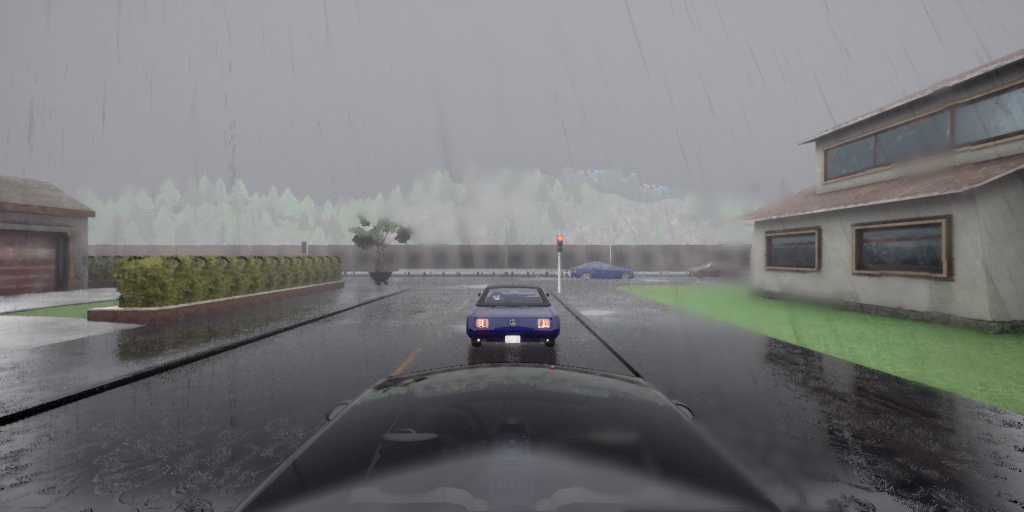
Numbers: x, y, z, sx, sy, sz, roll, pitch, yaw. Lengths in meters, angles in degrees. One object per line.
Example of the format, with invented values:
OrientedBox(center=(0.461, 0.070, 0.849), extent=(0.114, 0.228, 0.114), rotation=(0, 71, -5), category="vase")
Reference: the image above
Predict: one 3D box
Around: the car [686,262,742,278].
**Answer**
OrientedBox(center=(18.529, 1.276, 32.999), extent=(4.674, 1.442, 1.812), rotation=(0, 0, -1), category="car")

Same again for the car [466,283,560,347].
OrientedBox(center=(0.041, 1.351, 9.273), extent=(1.895, 1.301, 4.718), rotation=(0, 0, 1), category="car")

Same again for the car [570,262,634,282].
OrientedBox(center=(7.227, 1.227, 28.806), extent=(5.008, 1.535, 1.882), rotation=(0, 0, 0), category="car")
